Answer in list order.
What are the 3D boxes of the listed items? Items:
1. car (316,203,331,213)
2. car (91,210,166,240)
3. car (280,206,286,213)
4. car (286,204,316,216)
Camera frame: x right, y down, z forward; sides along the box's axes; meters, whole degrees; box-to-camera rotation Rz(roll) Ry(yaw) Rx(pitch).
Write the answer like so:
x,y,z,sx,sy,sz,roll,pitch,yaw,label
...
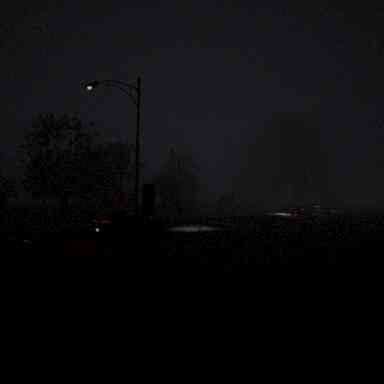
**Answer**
x,y,z,sx,sy,sz,roll,pitch,yaw,label
20.522,2.505,52.461,2.128,1.511,4.902,1,0,36,car
-3.468,1.792,19.175,2.128,1.511,4.902,1,0,36,car
14.880,2.423,49.338,2.033,1.411,5.357,1,0,36,car
14.532,2.368,44.066,1.812,1.442,4.674,1,0,36,car
